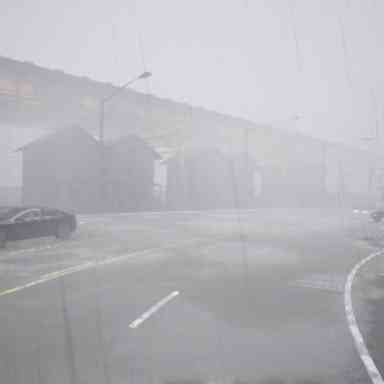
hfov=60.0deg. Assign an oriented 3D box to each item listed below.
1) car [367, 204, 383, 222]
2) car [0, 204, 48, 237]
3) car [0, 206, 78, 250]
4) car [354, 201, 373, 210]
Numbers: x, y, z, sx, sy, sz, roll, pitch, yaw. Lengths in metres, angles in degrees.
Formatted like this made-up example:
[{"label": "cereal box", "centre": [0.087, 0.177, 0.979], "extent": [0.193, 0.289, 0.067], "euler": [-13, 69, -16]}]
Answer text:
[{"label": "car", "centre": [17.130, 1.942, 28.287], "extent": [4.718, 1.301, 1.895], "euler": [1, 0, -40]}, {"label": "car", "centre": [-9.545, 1.381, 16.305], "extent": [1.994, 1.385, 4.181], "euler": [1, 0, 30]}, {"label": "car", "centre": [-7.019, 1.358, 13.722], "extent": [2.128, 1.511, 4.902], "euler": [1, 0, 29]}, {"label": "car", "centre": [25.988, 2.084, 49.772], "extent": [4.181, 1.385, 1.994], "euler": [1, 0, -40]}]
